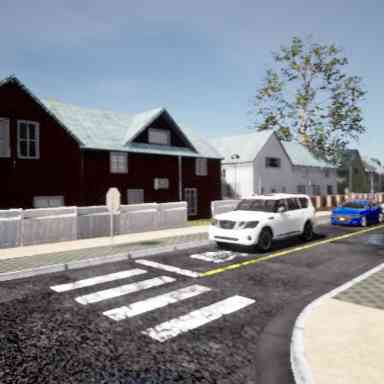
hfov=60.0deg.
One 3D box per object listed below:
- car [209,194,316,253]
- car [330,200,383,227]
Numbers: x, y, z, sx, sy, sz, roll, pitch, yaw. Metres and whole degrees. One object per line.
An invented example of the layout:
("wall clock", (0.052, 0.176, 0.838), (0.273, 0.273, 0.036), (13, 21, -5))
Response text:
("car", (3.119, 1.121, 13.771), (5.566, 2.045, 2.150), (-1, 1, -45))
("car", (10.533, 1.270, 21.171), (5.008, 1.535, 1.882), (-1, 1, -45))
